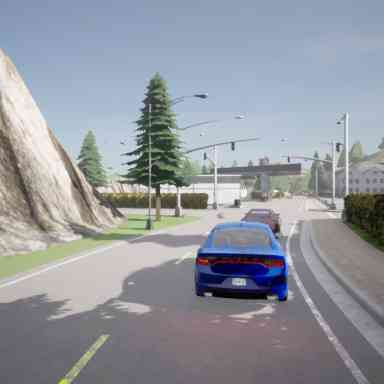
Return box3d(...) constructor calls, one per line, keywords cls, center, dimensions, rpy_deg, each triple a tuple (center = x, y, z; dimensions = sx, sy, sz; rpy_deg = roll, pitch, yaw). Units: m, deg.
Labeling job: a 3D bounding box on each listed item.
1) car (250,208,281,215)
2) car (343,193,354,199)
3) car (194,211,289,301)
box3d(cls="car", center=(3.687, 1.564, 17.664), dimensions=(1.994, 1.385, 4.181), rpy_deg=(0, 0, 17))
box3d(cls="car", center=(40.162, 1.077, 82.998), dimensions=(3.866, 1.878, 1.905), rpy_deg=(0, 0, 19))
box3d(cls="car", center=(1.287, 1.478, 8.474), dimensions=(1.882, 1.535, 5.008), rpy_deg=(0, 0, 10))
